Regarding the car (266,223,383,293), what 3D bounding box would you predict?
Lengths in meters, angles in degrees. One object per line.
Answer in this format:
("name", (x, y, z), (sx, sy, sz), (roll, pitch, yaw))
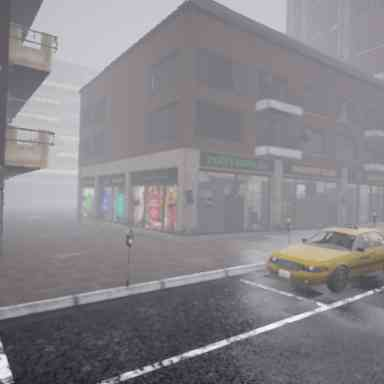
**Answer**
("car", (4.080, 1.555, 8.982), (4.829, 1.417, 1.752), (0, 2, -35))
